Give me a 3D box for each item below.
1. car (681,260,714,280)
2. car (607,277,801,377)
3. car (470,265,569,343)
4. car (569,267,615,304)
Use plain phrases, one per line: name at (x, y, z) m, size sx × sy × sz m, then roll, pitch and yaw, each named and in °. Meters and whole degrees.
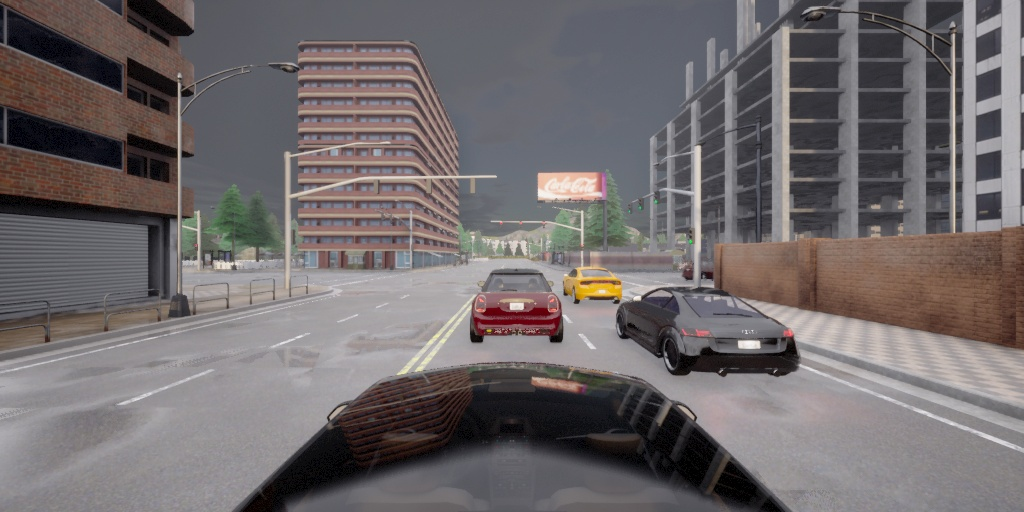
car at (15.840, 1.102, 27.964) m, size 4.553 × 1.767 × 2.097 m, roll 0°, pitch 0°, yaw 0°
car at (3.600, 1.314, 7.450) m, size 1.994 × 1.385 × 4.181 m, roll 0°, pitch 0°, yaw 0°
car at (0.103, 1.102, 9.855) m, size 2.097 × 1.767 × 4.553 m, roll 0°, pitch 0°, yaw 0°
car at (3.504, 1.228, 16.383) m, size 1.882 × 1.535 × 5.008 m, roll 0°, pitch 0°, yaw 0°
